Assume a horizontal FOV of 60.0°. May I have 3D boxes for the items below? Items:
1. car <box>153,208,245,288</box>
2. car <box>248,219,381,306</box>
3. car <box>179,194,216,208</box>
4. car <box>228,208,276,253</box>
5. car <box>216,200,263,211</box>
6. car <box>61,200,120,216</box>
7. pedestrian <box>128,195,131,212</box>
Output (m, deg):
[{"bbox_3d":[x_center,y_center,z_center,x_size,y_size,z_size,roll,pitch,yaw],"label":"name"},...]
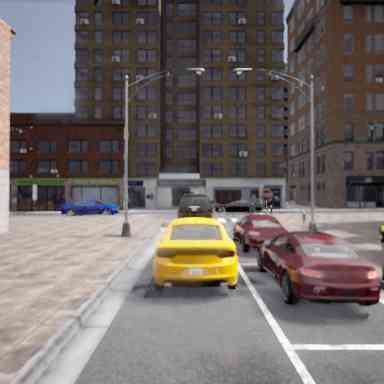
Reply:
[{"bbox_3d":[0.092,1.443,9.200,1.882,1.535,5.008,0,0,0],"label":"car"},{"bbox_3d":[2.651,1.553,7.705,1.802,1.307,4.206,1,0,0],"label":"car"},{"bbox_3d":[0.334,1.140,22.566,2.150,2.045,5.566,0,0,4],"label":"car"},{"bbox_3d":[2.651,1.534,13.144,1.802,1.307,4.206,1,0,0],"label":"car"},{"bbox_3d":[4.358,1.466,32.265,4.718,1.301,1.895,-1,-1,0],"label":"car"},{"bbox_3d":[-8.916,1.430,29.369,5.008,1.535,1.882,-1,-1,0],"label":"car"},{"bbox_3d":[-6.825,1.161,35.224,0.375,1.860,0.375,0,0,0],"label":"pedestrian"}]
